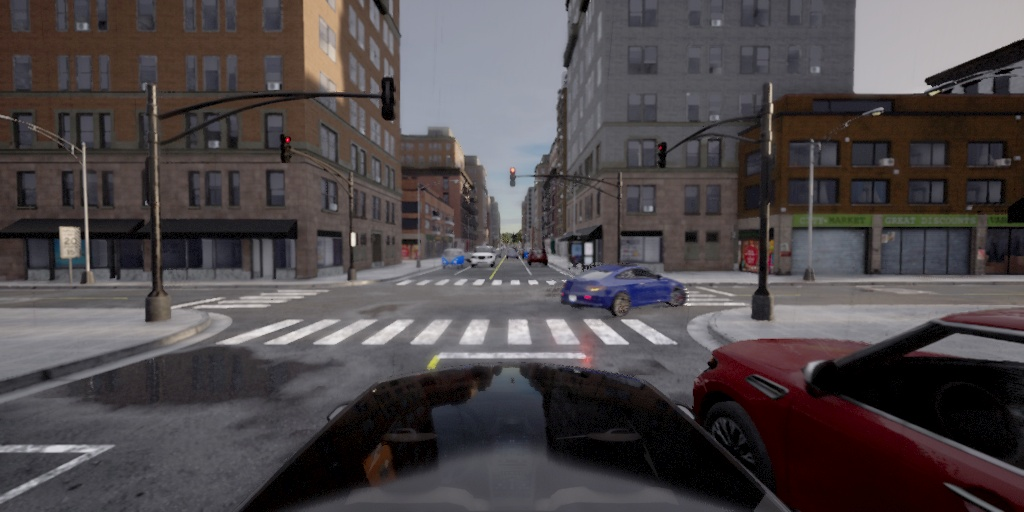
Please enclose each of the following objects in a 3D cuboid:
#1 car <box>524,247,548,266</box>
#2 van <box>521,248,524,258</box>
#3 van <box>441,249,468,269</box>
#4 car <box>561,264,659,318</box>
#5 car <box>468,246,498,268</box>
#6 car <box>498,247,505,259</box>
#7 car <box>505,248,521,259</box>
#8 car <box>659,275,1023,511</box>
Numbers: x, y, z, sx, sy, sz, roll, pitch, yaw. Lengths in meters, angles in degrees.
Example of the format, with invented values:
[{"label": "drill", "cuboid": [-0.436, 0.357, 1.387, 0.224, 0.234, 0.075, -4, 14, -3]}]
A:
[{"label": "car", "cuboid": [2.714, 0.067, 38.541, 2.192, 1.841, 5.009, 0, 0, 0]}, {"label": "van", "cuboid": [2.703, -0.346, 54.754, 1.690, 1.789, 3.998, 0, 0, 0]}, {"label": "van", "cuboid": [-5.400, 0.240, 33.138, 1.690, 1.789, 3.998, 0, 0, 0]}, {"label": "car", "cuboid": [3.667, 0.990, 11.635, 4.674, 1.442, 1.812, -2, 1, -34]}, {"label": "car", "cuboid": [-2.839, 0.038, 36.155, 2.150, 2.045, 5.566, 0, 2, 0]}, {"label": "car", "cuboid": [-2.750, -0.351, 60.527, 2.128, 1.511, 4.902, 0, 1, 0]}, {"label": "car", "cuboid": [0.067, -0.210, 57.940, 1.994, 1.385, 4.181, 0, 2, 0]}, {"label": "car", "cuboid": [2.638, 1.079, 1.184, 2.192, 1.841, 5.009, 0, 0, 0]}]
